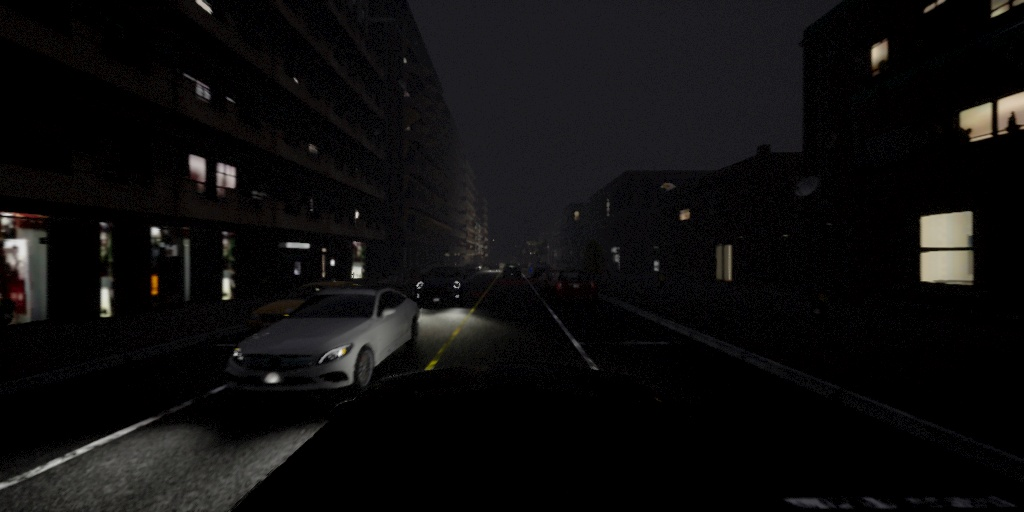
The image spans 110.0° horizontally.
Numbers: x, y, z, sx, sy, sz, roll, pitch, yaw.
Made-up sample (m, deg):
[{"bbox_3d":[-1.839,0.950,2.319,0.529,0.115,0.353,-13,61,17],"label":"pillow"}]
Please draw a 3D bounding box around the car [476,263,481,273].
[{"bbox_3d":[-5.839,1.731,50.867,1.888,1.381,4.507,0,0,0],"label":"car"}]

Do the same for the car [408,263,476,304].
[{"bbox_3d":[-3.130,1.242,17.096,2.097,1.767,4.553,0,0,0],"label":"car"}]

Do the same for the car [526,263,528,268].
[{"bbox_3d":[3.011,1.565,44.045,1.882,1.535,5.008,0,0,0],"label":"car"}]

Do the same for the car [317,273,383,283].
[{"bbox_3d":[-5.784,1.378,10.957,1.751,1.417,4.829,0,0,0],"label":"car"}]

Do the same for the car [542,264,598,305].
[{"bbox_3d":[2.673,1.301,16.806,1.967,1.591,4.097,0,0,0],"label":"car"}]

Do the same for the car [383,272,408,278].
[{"bbox_3d":[-5.749,1.450,16.805,2.007,1.370,4.403,0,0,0],"label":"car"}]

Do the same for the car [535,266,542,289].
[{"bbox_3d":[2.634,1.491,22.481,1.802,1.307,4.207,0,0,0],"label":"car"}]

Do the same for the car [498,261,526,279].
[{"bbox_3d":[-0.002,1.528,36.268,2.128,1.511,4.902,0,0,0],"label":"car"}]

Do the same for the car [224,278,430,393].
[{"bbox_3d":[-3.109,1.333,6.982,1.812,1.442,4.674,0,0,0],"label":"car"}]

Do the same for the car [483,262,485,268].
[{"bbox_3d":[-5.857,1.784,56.545,2.007,1.370,4.403,0,0,0],"label":"car"}]

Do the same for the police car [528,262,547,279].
[{"bbox_3d":[3.027,1.454,37.155,1.930,1.638,5.238,0,0,0],"label":"police car"}]

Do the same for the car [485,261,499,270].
[{"bbox_3d":[-3.213,1.790,65.148,2.128,1.511,4.902,0,0,0],"label":"car"}]
